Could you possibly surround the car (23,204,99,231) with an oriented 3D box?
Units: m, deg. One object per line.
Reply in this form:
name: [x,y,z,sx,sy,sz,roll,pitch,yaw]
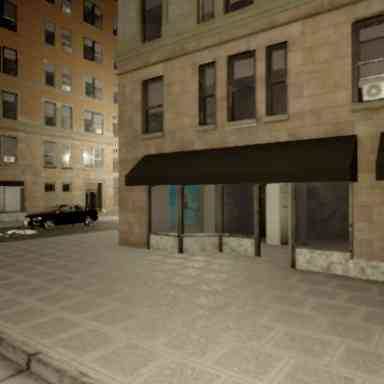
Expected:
car: [-8.379,1.563,21.582,2.128,1.511,4.902,0,0,35]
